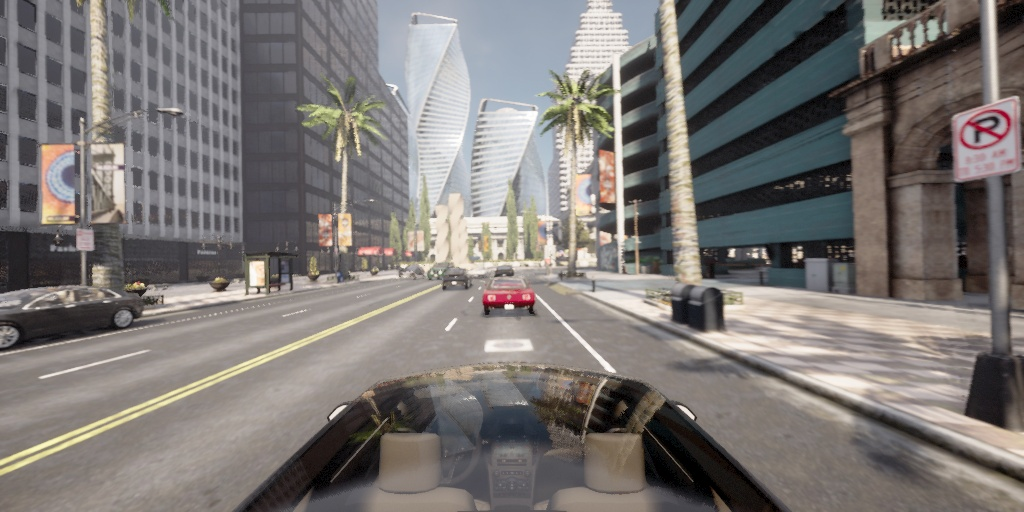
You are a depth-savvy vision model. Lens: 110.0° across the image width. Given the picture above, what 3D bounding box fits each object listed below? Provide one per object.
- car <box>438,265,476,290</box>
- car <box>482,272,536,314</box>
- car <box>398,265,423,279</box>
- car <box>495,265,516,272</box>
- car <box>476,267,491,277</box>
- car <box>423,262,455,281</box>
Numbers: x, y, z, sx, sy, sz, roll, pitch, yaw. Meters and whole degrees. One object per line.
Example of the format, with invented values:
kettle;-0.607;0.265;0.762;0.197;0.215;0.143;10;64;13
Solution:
car;-4.012;1.639;26.739;1.837;1.490;4.892;-1;-1;-2
car;-0.164;1.503;14.684;1.895;1.301;4.718;-1;-1;-2
car;-11.236;1.714;40.568;1.812;1.442;4.674;-1;-1;5
car;-0.669;1.627;35.128;1.882;1.535;5.008;-2;-1;0
car;-3.684;1.899;41.605;1.895;1.301;4.718;-1;-1;6
car;-7.750;1.694;40.246;2.150;2.045;5.566;-1;-1;5
